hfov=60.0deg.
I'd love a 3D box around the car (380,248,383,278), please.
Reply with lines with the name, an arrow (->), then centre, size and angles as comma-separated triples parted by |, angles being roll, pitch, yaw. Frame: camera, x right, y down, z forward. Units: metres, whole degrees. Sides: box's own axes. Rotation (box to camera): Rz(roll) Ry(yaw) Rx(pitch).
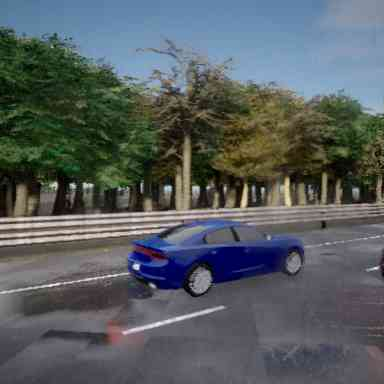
car -> 6.423, 1.510, 8.142 | 4.674, 1.442, 1.812 | 0, 0, -34

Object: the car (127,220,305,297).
car -> 0.824, 1.455, 8.577 | 5.008, 1.535, 1.882 | 0, 0, -35
